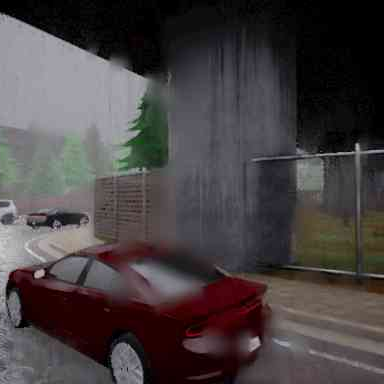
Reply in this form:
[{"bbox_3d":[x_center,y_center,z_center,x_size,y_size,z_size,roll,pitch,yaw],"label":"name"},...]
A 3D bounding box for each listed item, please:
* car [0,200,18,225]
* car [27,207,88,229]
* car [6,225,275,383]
[{"bbox_3d":[-16.297,1.636,25.688,2.150,2.045,5.566,-1,-1,21],"label":"car"},{"bbox_3d":[-9.436,1.843,23.797,2.128,1.511,4.902,-1,-1,18],"label":"car"},{"bbox_3d":[-1.192,1.551,5.295,5.008,1.535,1.882,-1,-1,41],"label":"car"}]
